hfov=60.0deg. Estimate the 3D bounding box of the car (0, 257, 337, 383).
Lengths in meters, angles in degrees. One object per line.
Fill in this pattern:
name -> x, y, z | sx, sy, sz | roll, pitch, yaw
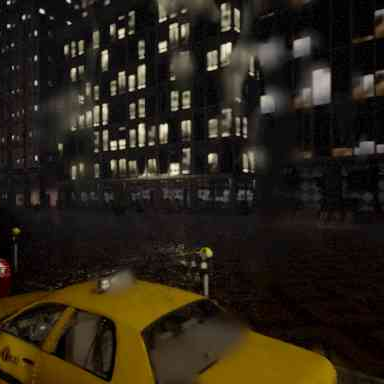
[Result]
car -> -1.019, 1.551, 3.599 | 4.829, 1.417, 1.752 | -1, 0, 35
